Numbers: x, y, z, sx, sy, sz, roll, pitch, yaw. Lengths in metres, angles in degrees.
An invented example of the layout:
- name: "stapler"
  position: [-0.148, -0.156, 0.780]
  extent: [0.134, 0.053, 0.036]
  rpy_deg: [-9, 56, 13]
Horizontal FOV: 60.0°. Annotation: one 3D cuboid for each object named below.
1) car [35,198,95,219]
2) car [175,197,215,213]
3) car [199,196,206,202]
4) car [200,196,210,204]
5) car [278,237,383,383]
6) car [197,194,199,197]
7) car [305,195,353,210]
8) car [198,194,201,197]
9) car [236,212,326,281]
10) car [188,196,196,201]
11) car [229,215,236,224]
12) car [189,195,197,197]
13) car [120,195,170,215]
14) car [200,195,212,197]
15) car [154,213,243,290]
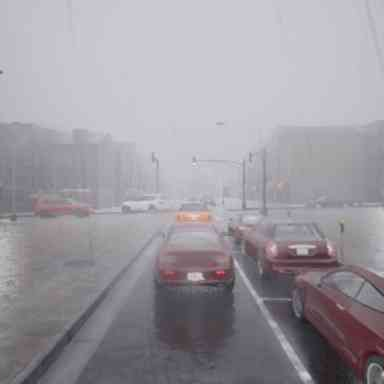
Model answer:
- name: "car"
  position: [-12.570, 1.595, 32.861]
  extent: [5.566, 2.045, 2.150]
  rpy_deg: [-2, 0, 1]
- name: "car"
  position: [0.104, 1.358, 19.027]
  extent: [2.097, 1.767, 4.553]
  rpy_deg: [0, 0, 0]
- name: "car"
  position: [2.669, 1.773, 85.263]
  extent: [1.752, 1.417, 4.829]
  rpy_deg: [-1, 0, 0]
- name: "car"
  position: [2.661, 1.604, 68.887]
  extent: [1.967, 1.590, 4.097]
  rpy_deg: [-1, 0, 0]
- name: "car"
  position: [2.635, 1.581, 4.404]
  extent: [1.802, 1.307, 4.206]
  rpy_deg: [0, 0, 0]
- name: "car"
  position: [2.657, 1.455, 63.485]
  extent: [2.192, 1.841, 5.009]
  rpy_deg: [-1, 0, 0]
- name: "car"
  position: [14.750, 1.086, 35.842]
  extent: [4.892, 1.490, 1.837]
  rpy_deg: [-2, 0, 0]
- name: "car"
  position: [2.655, 1.432, 58.082]
  extent: [2.192, 1.841, 5.009]
  rpy_deg: [-1, 0, 0]
- name: "car"
  position: [2.637, 1.440, 9.870]
  extent: [1.967, 1.590, 4.097]
  rpy_deg: [0, 0, 0]
- name: "car"
  position: [0.040, 1.648, 88.157]
  extent: [1.994, 1.385, 4.181]
  rpy_deg: [0, 0, 0]
- name: "car"
  position: [2.640, 1.585, 15.337]
  extent: [1.802, 1.307, 4.206]
  rpy_deg: [0, 0, 0]
- name: "car"
  position: [0.036, 1.699, 77.737]
  extent: [1.837, 1.490, 4.892]
  rpy_deg: [0, 0, 0]
- name: "car"
  position: [-5.093, 1.343, 35.917]
  extent: [5.566, 2.045, 2.150]
  rpy_deg: [-2, -2, 24]
- name: "car"
  position: [2.654, 1.536, 52.680]
  extent: [1.967, 1.590, 4.097]
  rpy_deg: [-1, 0, 0]
- name: "car"
  position: [0.039, 1.525, 8.953]
  extent: [1.812, 1.442, 4.674]
  rpy_deg: [0, 0, -1]
